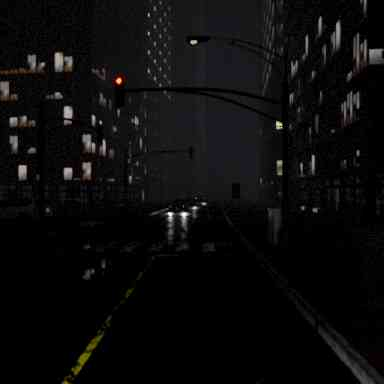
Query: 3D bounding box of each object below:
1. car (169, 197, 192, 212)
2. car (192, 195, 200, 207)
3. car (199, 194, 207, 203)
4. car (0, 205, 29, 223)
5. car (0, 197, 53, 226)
[{"bbox_3d":[-1.451,1.495,37.898,1.812,1.442,4.674,0,0,5],"label":"car"},{"bbox_3d":[-0.251,1.473,50.644,1.812,1.442,4.674,0,0,6],"label":"car"},{"bbox_3d":[1.775,1.262,66.770,2.097,1.767,4.553,0,0,8],"label":"car"},{"bbox_3d":[-16.447,1.850,28.106,4.403,1.369,2.008,-1,1,10],"label":"car"},{"bbox_3d":[-13.359,1.447,25.081,5.566,2.045,2.150,-1,-1,9],"label":"car"}]
